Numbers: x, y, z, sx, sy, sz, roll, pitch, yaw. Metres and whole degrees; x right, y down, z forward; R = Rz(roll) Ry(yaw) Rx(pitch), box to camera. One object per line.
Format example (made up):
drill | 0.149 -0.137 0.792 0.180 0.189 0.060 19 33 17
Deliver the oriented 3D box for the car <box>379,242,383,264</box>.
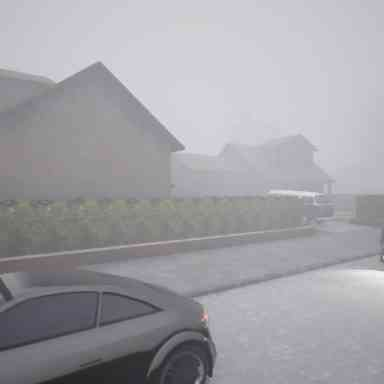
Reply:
car | 7.525 1.564 10.115 4.181 1.385 1.994 0 0 -36

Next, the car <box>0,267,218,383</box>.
car | -1.770 1.563 3.331 4.181 1.385 1.994 0 0 -36
